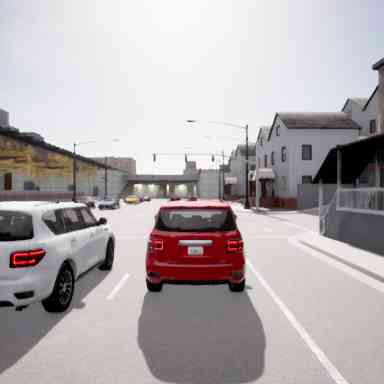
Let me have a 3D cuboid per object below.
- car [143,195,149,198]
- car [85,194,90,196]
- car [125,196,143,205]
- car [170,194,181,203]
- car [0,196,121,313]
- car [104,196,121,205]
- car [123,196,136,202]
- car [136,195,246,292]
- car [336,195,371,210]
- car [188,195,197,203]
[{"bbox_3d":[-10.326,1.500,73.617,2.128,1.511,4.902,0,0,0],"label":"car"},{"bbox_3d":[-13.994,1.341,42.666,2.097,1.767,4.553,0,0,0],"label":"car"},{"bbox_3d":[-10.433,1.462,58.219,1.882,1.535,5.008,0,0,0],"label":"car"},{"bbox_3d":[-3.336,1.334,69.200,2.097,1.767,4.553,0,0,0],"label":"car"},{"bbox_3d":[-3.409,1.219,7.806,2.150,2.045,5.566,0,0,1],"label":"car"},{"bbox_3d":[-13.927,1.492,58.670,1.837,1.490,4.892,0,-1,1],"label":"car"},{"bbox_3d":[-13.826,1.532,73.594,1.994,1.385,4.181,0,0,0],"label":"car"},{"bbox_3d":[0.099,1.219,9.068,2.150,2.045,5.566,0,0,1],"label":"car"},{"bbox_3d":[14.229,1.052,28.762,4.181,1.385,1.994,-14,0,-1],"label":"car"},{"bbox_3d":[0.162,1.485,69.222,1.837,1.490,4.892,0,0,0],"label":"car"}]
